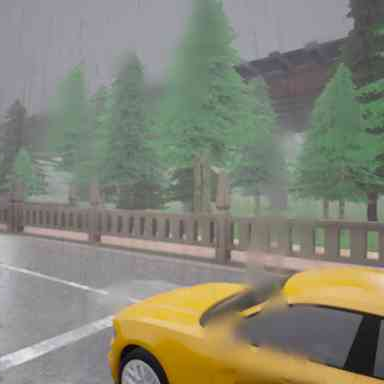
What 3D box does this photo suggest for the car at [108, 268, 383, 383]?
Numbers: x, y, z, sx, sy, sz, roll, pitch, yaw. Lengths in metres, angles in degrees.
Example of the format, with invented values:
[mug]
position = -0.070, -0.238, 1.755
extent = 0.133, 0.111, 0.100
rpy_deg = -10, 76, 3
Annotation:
[car]
position = 1.360, 1.477, 2.999
extent = 5.008, 1.535, 1.882
rpy_deg = 0, 0, 36
